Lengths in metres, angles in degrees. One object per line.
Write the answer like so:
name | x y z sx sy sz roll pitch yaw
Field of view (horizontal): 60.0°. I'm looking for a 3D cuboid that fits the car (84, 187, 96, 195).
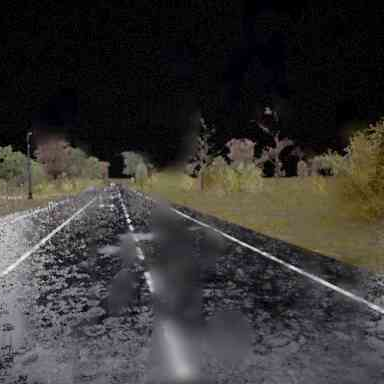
car | -19.089 -0.242 62.399 1.882 1.535 5.008 -2 2 -13
